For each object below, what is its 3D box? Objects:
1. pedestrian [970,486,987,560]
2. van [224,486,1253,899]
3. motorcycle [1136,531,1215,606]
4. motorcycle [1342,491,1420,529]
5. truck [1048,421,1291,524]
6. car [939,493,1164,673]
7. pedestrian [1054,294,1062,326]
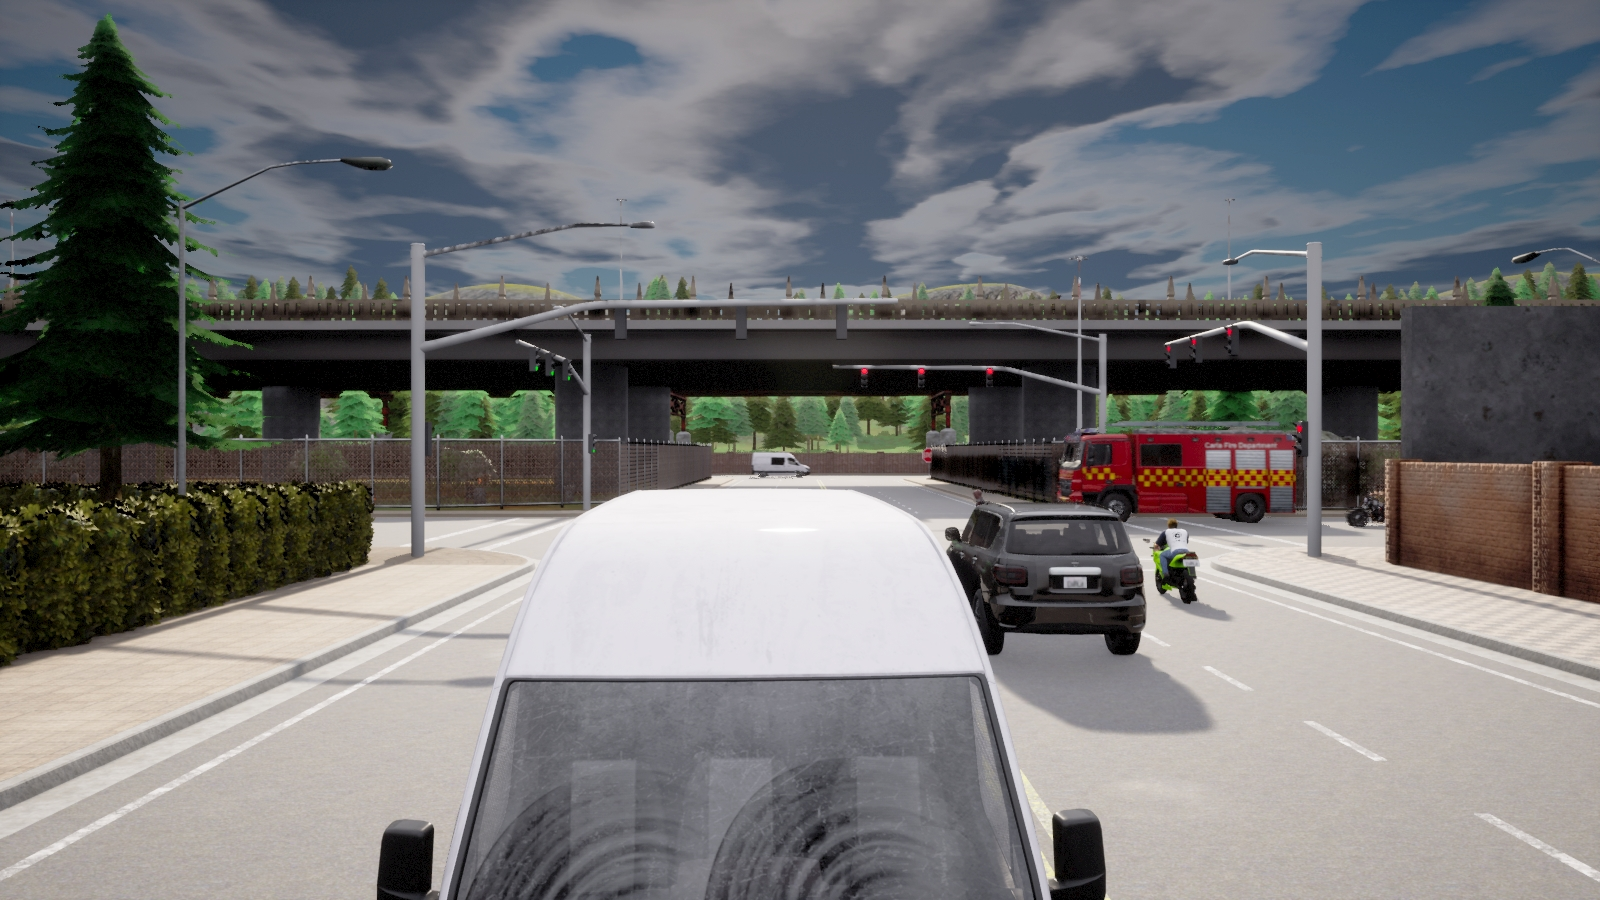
[{"bbox_3d":[4.530,1.841,28.954,0.375,1.860,0.375,0,0,-1],"label":"pedestrian"},{"bbox_3d":[-0.245,1.535,5.164,1.988,2.561,5.915,0,0,-3],"label":"van"},{"bbox_3d":[6.995,2.187,21.401,0.803,1.199,2.033,0,0,0],"label":"motorcycle"},{"bbox_3d":[20.575,2.117,40.485,2.356,1.277,0.764,0,0,0],"label":"motorcycle"},{"bbox_3d":[14.136,0.844,44.242,8.468,3.827,2.891,0,0,0],"label":"truck"},{"bbox_3d":[3.496,1.780,17.139,2.150,2.045,5.566,0,0,0],"label":"car"},{"bbox_3d":[15.311,-8.300,67.732,0.375,1.860,0.375,0,0,0],"label":"pedestrian"}]
